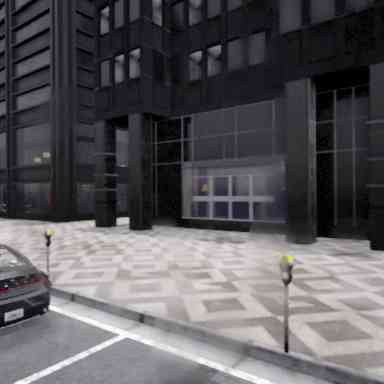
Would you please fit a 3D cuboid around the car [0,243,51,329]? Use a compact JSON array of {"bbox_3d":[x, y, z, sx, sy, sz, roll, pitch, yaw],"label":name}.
[{"bbox_3d":[-4.386,1.605,6.212,4.403,1.369,2.008,-1,0,36],"label":"car"}]
